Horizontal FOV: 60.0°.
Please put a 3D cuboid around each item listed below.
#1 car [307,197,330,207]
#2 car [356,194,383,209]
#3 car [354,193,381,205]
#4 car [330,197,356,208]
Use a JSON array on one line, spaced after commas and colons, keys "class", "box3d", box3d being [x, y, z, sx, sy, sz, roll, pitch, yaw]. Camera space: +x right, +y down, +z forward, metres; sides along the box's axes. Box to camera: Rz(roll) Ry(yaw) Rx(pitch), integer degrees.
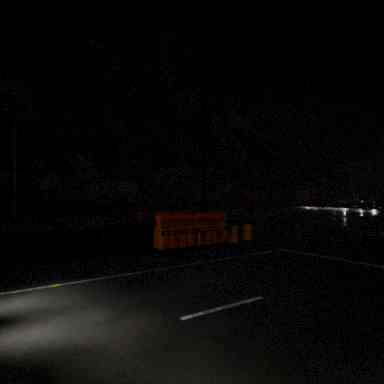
[{"class": "car", "box3d": [18.745, 1.368, 47.504, 5.357, 1.411, 2.033, 0, 0, -36]}, {"class": "car", "box3d": [23.290, 1.170, 42.146, 4.553, 1.767, 2.097, 0, 0, -35]}, {"class": "car", "box3d": [28.967, 1.114, 54.772, 4.553, 1.767, 2.097, 0, 0, -35]}, {"class": "car", "box3d": [21.059, 1.345, 44.846, 4.674, 1.442, 1.812, 0, 0, -36]}]
